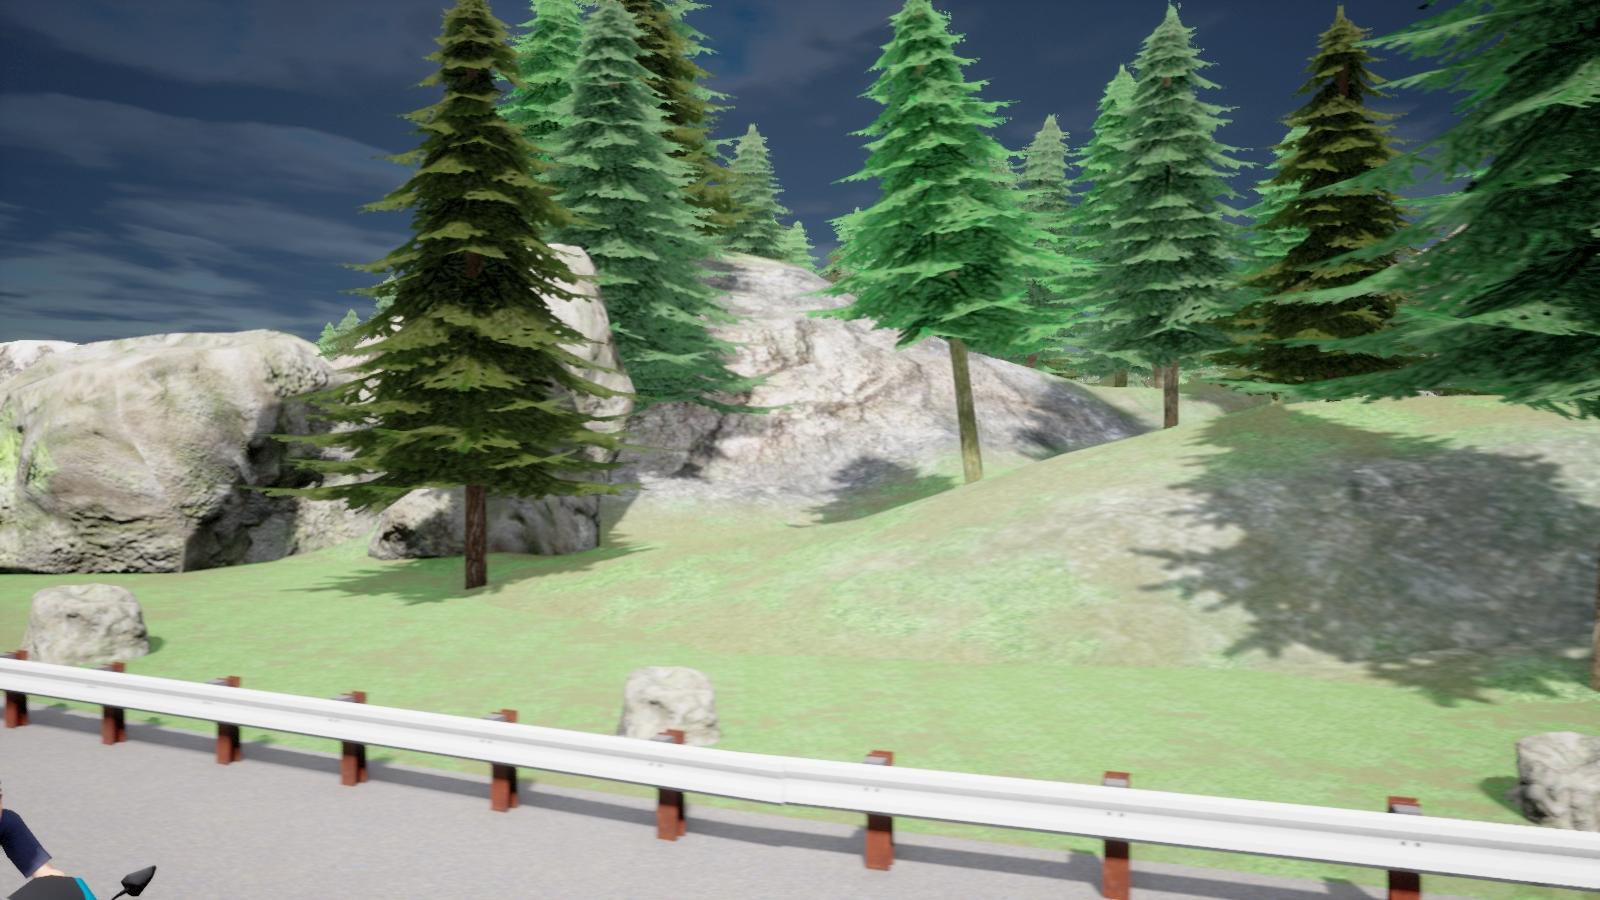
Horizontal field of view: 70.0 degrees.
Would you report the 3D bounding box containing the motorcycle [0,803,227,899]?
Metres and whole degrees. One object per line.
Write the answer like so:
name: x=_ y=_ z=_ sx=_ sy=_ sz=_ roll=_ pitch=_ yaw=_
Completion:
motorcycle: x=-3.362 y=2.178 z=4.560 sx=2.033 sy=1.217 sz=0.803 roll=0 pitch=0 yaw=23
